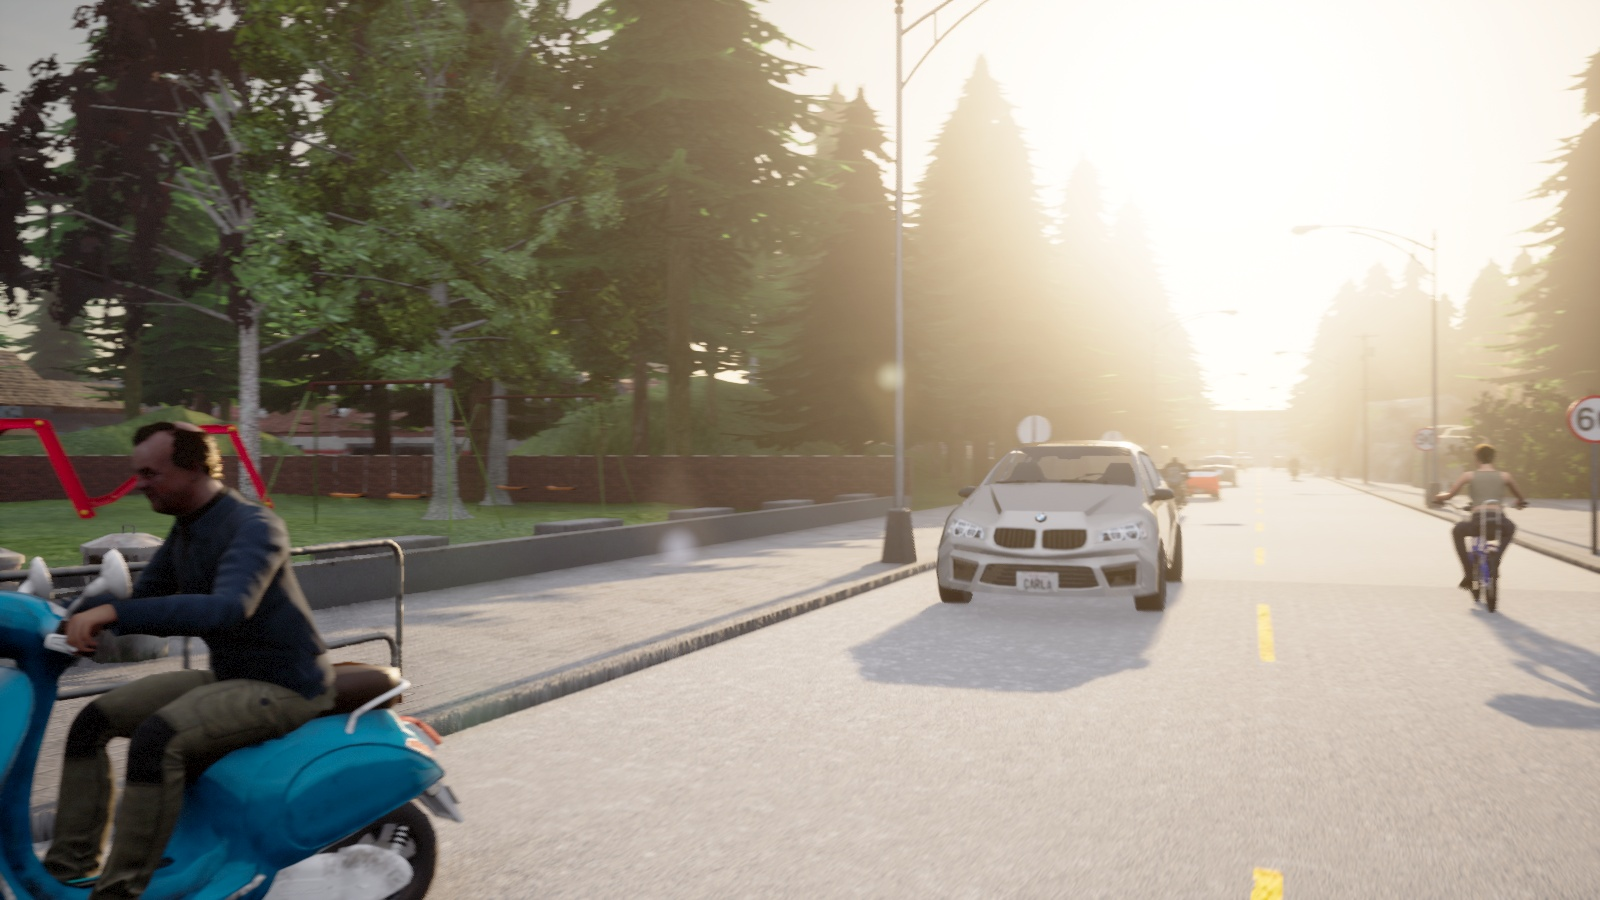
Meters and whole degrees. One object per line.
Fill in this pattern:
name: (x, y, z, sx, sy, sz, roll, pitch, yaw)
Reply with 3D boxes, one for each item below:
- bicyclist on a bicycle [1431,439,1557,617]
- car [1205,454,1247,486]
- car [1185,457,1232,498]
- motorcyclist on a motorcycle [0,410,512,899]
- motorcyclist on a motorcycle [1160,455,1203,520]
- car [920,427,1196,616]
bicyclist on a bicycle: (6.735, 0.713, 12.261, 0.866, 1.612, 1.509, 0, 0, 21)
car: (21.306, 0.964, 62.757, 1.837, 1.490, 4.892, 0, 0, 20)
car: (14.412, 0.954, 44.303, 1.481, 1.376, 2.207, 0, 0, 20)
motorcyclist on a motorcycle: (-1.796, 0.721, 3.354, 0.866, 1.590, 1.817, -3, -2, 41)
motorcyclist on a motorcycle: (9.356, 0.889, 30.723, 0.866, 1.530, 2.191, 0, 0, 20)
car: (2.994, 0.642, 13.638, 2.242, 1.667, 4.611, 0, 0, 20)
